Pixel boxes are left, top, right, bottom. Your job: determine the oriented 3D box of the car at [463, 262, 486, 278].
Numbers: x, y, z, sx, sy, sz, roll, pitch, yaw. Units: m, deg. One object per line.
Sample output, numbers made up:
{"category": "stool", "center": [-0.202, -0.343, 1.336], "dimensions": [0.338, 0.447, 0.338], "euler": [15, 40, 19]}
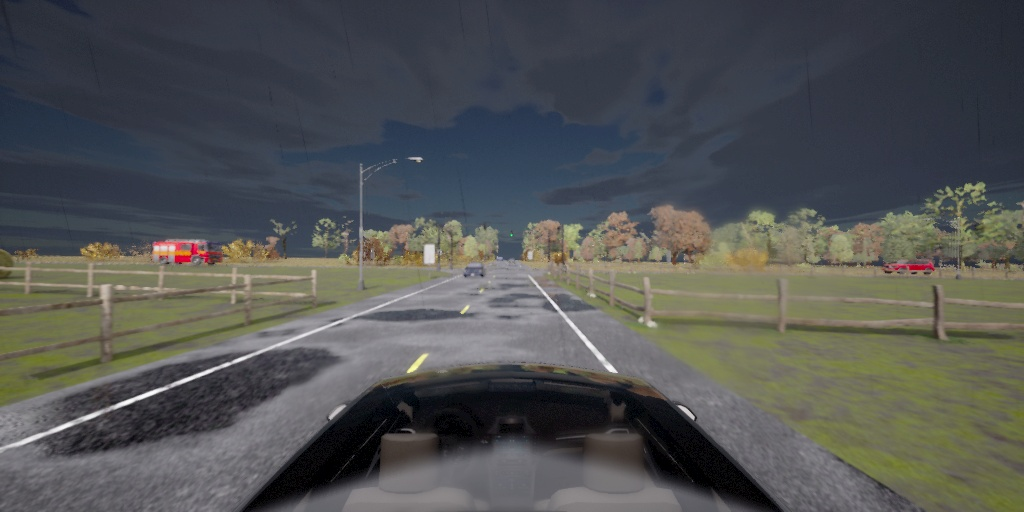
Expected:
{"category": "car", "center": [-3.526, 1.321, 34.940], "dimensions": [2.033, 1.411, 5.357], "euler": [0, 0, 0]}
